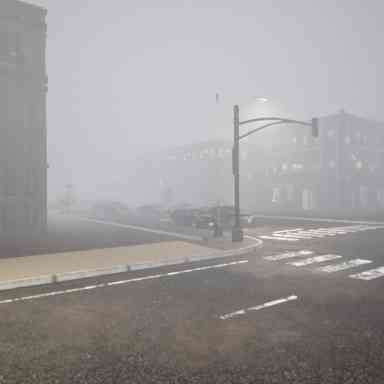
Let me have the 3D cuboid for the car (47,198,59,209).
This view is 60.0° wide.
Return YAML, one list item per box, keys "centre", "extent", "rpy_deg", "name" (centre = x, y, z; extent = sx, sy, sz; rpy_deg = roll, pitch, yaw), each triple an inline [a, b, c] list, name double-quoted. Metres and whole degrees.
- centre: [-23.842, 2.233, 57.889]
  extent: [1.752, 1.417, 4.829]
  rpy_deg: [-1, 0, -35]
  name: "car"

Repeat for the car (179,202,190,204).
- centre: [-1.088, 1.904, 40.313]
  extent: [1.802, 1.307, 4.206]
  rpy_deg: [-2, 0, -35]
  name: "car"

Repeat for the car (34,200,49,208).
- centre: [-30.349, 2.376, 67.055]
  extent: [2.008, 1.369, 4.403]
  rpy_deg: [-1, 0, -35]
  name: "car"

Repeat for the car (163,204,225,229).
- centre: [0.014, 1.814, 24.074]
  extent: [1.947, 1.339, 4.313]
  rpy_deg: [-1, 0, -35]
  name: "car"

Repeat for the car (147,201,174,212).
- centre: [-4.291, 1.966, 44.826]
  extent: [1.802, 1.307, 4.206]
  rpy_deg: [-2, 0, -35]
  name: "car"

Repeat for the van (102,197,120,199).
- centre: [-13.909, 1.907, 58.366]
  extent: [1.690, 1.788, 3.998]
  rpy_deg: [-1, 0, -35]
  name: "van"

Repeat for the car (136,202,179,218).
- centre: [-3.873, 1.890, 34.254]
  extent: [2.033, 1.411, 5.357]
  rpy_deg: [-1, 0, -35]
  name: "car"

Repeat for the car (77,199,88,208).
- centre: [-20.211, 2.195, 62.807]
  extent: [1.812, 1.442, 4.674]
  rpy_deg: [-1, 0, -35]
  name: "car"

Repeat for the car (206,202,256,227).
- centre: [2.693, 1.738, 25.001]
  extent: [1.812, 1.442, 4.674]
  rpy_deg: [-1, 0, -34]
  name: "car"

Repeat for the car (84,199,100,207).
- centre: [-20.312, 2.228, 67.393]
  extent: [1.887, 1.381, 4.507]
  rpy_deg: [-1, 0, -35]
  name: "car"

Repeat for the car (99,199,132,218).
- centre: [-7.923, 1.846, 35.460]
  extent: [1.967, 1.590, 4.097]
  rpy_deg: [-1, 0, -35]
  name: "car"

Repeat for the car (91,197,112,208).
- centre: [-17.114, 1.940, 62.880]
  extent: [2.192, 1.841, 5.009]
  rpy_deg: [-1, 0, -35]
  name: "car"

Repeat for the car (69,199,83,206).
- centre: [-26.720, 2.364, 76.421]
  extent: [1.947, 1.339, 4.313]
  rpy_deg: [-1, 0, -35]
  name: "car"

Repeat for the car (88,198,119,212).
- centre: [-12.283, 1.998, 46.143]
  extent: [2.128, 1.511, 4.902]
  rpy_deg: [-1, 0, -35]
  name: "car"
